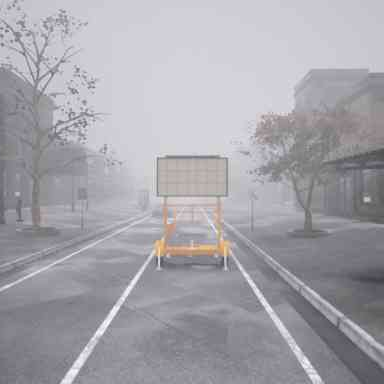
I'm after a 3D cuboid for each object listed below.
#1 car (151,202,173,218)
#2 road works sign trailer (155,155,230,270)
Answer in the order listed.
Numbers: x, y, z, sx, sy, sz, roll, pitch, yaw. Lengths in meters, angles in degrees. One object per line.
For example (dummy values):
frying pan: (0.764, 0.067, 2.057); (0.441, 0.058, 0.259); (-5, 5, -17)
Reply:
car: (-2.978, 1.831, 33.847); (1.837, 1.490, 4.892); (0, 0, 0)
road works sign trailer: (0.008, 0.560, 11.359); (2.380, 3.560, 2.880); (0, -1, 0)
